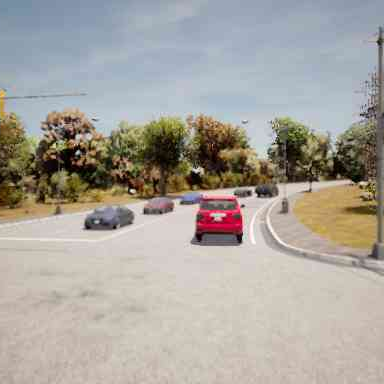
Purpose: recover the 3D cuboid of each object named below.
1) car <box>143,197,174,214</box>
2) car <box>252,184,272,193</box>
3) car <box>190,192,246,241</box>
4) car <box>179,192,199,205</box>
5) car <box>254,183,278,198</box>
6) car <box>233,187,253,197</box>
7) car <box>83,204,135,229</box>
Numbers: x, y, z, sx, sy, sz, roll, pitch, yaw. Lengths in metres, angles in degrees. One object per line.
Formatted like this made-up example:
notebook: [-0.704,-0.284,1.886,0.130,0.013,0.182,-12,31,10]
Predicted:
car: [-2.976,1.182,30.732,1.812,1.442,4.674,0,2,14]
car: [12.423,-0.621,58.822,1.812,1.442,4.674,0,4,32]
car: [1.479,1.196,16.757,2.150,2.045,5.566,0,1,8]
car: [0.033,0.709,40.484,1.812,1.442,4.674,0,3,19]
car: [11.108,-0.325,48.860,2.150,2.045,5.566,0,4,27]
car: [7.674,-0.020,49.785,2.128,1.511,4.902,0,4,27]
car: [-5.092,1.483,20.945,1.994,1.385,4.181,0,1,10]
